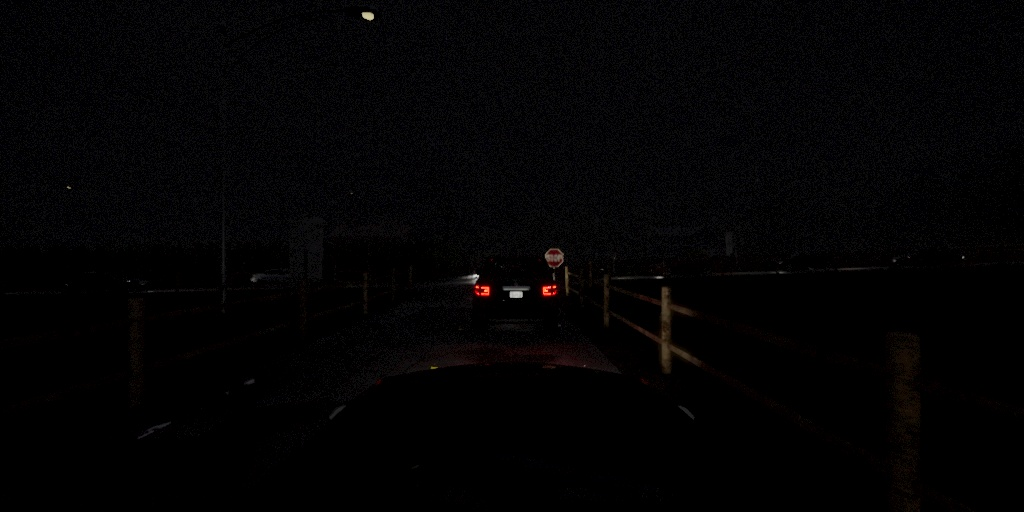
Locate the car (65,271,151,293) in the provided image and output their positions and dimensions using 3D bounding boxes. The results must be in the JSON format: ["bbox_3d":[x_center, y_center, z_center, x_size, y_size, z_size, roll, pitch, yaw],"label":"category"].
[{"bbox_3d":[-28.854,1.831,25.734,4.902,1.511,2.128,-1,-2,0],"label":"car"}]

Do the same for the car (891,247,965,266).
[{"bbox_3d":[33.221,0.030,28.852,4.902,1.511,2.128,-2,-2,0],"label":"car"}]

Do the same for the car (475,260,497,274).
[{"bbox_3d":[-2.935,1.208,41.192,2.128,1.511,4.902,0,0,0],"label":"car"}]

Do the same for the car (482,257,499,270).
[{"bbox_3d":[-2.940,1.054,50.397,2.097,1.767,4.553,0,0,0],"label":"car"}]

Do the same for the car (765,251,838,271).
[{"bbox_3d":[23.152,0.407,28.828,5.008,1.535,1.882,-2,-2,0],"label":"car"}]

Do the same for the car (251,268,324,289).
[{"bbox_3d":[-16.065,1.595,25.761,4.674,1.442,1.812,-1,-2,0],"label":"car"}]

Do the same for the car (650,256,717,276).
[{"bbox_3d":[13.674,0.768,28.775,5.008,1.535,1.882,-2,-2,-1],"label":"car"}]

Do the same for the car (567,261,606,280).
[{"bbox_3d":[4.338,1.076,25.781,4.674,1.442,1.812,-3,-1,0],"label":"car"}]

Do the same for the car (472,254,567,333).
[{"bbox_3d":[0.060,0.973,10.856,2.150,2.045,5.566,0,0,-1],"label":"car"}]
